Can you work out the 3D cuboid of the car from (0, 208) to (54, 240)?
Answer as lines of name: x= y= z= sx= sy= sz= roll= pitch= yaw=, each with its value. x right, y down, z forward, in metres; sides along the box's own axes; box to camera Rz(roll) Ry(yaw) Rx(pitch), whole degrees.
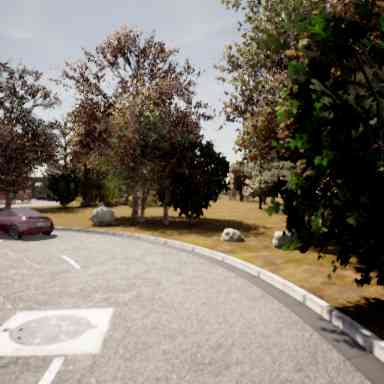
car: x=-8.900 y=1.478 z=16.507 sx=4.181 sy=1.385 sz=1.994 roll=0 pitch=0 yaw=26
